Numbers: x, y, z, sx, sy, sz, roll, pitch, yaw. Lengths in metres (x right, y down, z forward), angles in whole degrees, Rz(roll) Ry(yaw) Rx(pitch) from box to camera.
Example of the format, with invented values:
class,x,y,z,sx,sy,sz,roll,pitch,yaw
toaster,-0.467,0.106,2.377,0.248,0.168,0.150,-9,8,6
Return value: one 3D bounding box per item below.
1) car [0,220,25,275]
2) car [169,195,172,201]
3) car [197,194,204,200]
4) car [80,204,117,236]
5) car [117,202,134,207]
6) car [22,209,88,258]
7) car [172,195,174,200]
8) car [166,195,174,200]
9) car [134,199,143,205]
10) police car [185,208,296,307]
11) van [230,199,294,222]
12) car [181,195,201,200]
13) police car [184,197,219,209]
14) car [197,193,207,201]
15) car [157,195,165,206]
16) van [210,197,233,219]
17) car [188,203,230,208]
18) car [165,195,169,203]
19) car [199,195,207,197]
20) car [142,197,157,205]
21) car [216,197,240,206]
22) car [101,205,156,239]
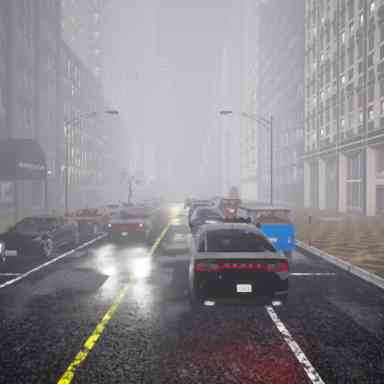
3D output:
class,x,y,z,sx,sy,sz,roll,pitch,yaw
car,-5.720,1.549,7.047,2.008,1.369,4.403,-1,0,0
car,-5.918,1.422,69.566,1.967,1.590,4.097,-1,0,0
car,2.390,1.414,92.327,1.967,1.590,4.097,-1,0,0
car,-5.755,1.540,18.414,1.887,1.381,4.507,-1,0,0
car,-5.774,1.545,24.097,2.008,1.369,4.403,-1,0,0
car,-5.737,1.563,12.730,1.947,1.339,4.313,-1,0,0
car,-5.953,1.504,80.764,1.752,1.417,4.829,-1,0,0
car,-5.990,1.540,92.301,1.947,1.339,4.313,-1,0,0
car,-5.791,1.575,29.781,1.802,1.307,4.206,-1,0,0
police car,0.874,1.423,8.207,1.930,1.638,5.238,0,0,0
van,2.641,1.338,12.757,1.690,1.788,3.998,-1,0,0
car,-0.131,1.537,45.221,2.033,1.411,5.357,0,0,0
police car,0.691,1.419,24.231,1.930,1.638,5.238,0,0,1
car,2.425,1.293,80.961,2.192,1.841,5.009,-1,0,0
car,-5.863,1.538,52.515,2.008,1.369,4.403,-1,0,0
van,2.587,1.334,29.808,1.690,1.788,3.998,-1,0,0
car,0.843,1.522,18.098,1.812,1.442,4.674,0,0,0
car,-5.899,1.566,63.882,1.802,1.307,4.206,-1,0,0
car,2.517,1.538,52.542,2.008,1.369,4.403,-1,0,0
car,-5.828,1.541,41.148,2.008,1.369,4.403,-1,0,0
car,2.605,1.309,24.124,2.192,1.841,5.009,-1,0,0
car,-3.052,1.597,17.322,1.895,1.301,4.718,0,0,0
